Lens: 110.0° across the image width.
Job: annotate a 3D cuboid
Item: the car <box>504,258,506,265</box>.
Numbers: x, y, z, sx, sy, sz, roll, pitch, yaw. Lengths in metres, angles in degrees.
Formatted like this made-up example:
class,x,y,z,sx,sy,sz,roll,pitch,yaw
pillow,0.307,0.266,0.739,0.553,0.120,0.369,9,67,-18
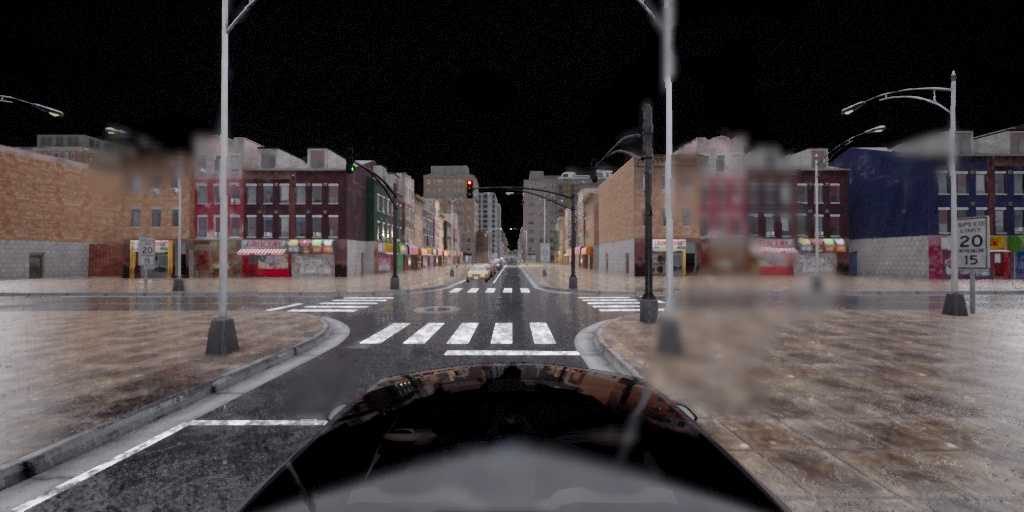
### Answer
class,x,y,z,sx,sy,sz,roll,pitch,yaw
car,-2.641,1.157,62.512,2.192,1.841,5.009,0,0,0

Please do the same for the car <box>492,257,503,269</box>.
class,x,y,z,sx,sy,sz,roll,pitch,yaw
car,-2.640,1.252,51.302,1.967,1.591,4.097,0,0,0

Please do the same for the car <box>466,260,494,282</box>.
class,x,y,z,sx,sy,sz,roll,pitch,yaw
car,-2.638,1.294,28.712,1.751,1.417,4.829,0,0,0

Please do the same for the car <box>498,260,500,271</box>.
class,x,y,z,sx,sy,sz,roll,pitch,yaw
car,-2.639,1.369,40.091,1.802,1.307,4.207,0,0,0

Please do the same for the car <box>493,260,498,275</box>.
class,x,y,z,sx,sy,sz,roll,pitch,yaw
car,-2.638,1.322,34.486,1.888,1.381,4.507,0,0,0
